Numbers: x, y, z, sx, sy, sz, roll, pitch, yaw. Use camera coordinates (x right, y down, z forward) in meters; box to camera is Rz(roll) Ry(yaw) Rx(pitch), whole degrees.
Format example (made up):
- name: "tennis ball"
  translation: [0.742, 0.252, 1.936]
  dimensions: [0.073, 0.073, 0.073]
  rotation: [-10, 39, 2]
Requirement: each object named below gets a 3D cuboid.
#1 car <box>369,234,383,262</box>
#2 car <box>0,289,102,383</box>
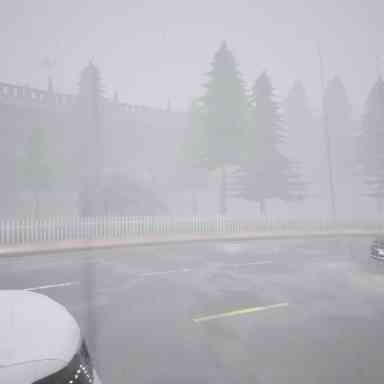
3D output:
- name: "car"
  translation: [7.858, 1.505, 10.052]
  dimensions: [4.892, 1.490, 1.837]
  rotation: [0, -1, -10]
- name: "car"
  translation: [-3.146, 1.223, 1.274]
  dimensions: [5.566, 2.045, 2.150]
  rotation: [0, 0, -38]
